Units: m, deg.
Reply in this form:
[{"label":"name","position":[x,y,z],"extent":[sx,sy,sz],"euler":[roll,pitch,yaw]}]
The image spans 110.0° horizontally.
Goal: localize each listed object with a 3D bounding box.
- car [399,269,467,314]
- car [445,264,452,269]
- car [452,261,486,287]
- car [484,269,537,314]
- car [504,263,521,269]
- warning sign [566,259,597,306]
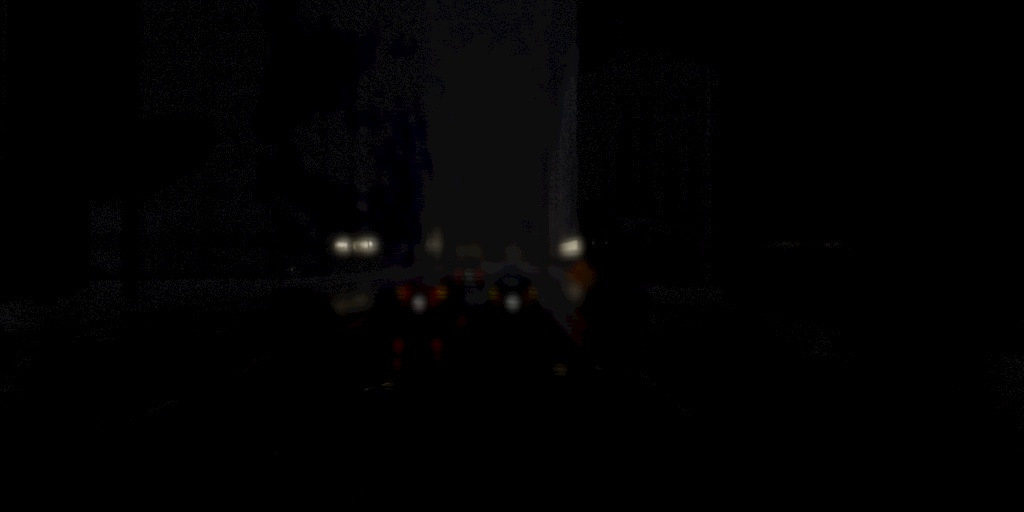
[{"label":"car","position":[-3.204,1.453,14.755],"extent":[1.812,1.442,4.674],"euler":[0,-1,1]},{"label":"car","position":[-9.820,2.054,59.247],"extent":[1.837,1.490,4.892],"euler":[0,-1,1]},{"label":"car","position":[-3.214,1.478,29.032],"extent":[2.097,1.767,4.553],"euler":[0,-1,0]},{"label":"car","position":[0.045,1.454,14.773],"extent":[1.812,1.442,4.674],"euler":[0,-1,0]},{"label":"car","position":[0.045,1.624,30.413],"extent":[1.882,1.535,5.008],"euler":[0,0,0]},{"label":"warning sign","position":[2.846,1.043,14.701],"extent":[1.300,1.860,1.060],"euler":[0,0,0]}]
